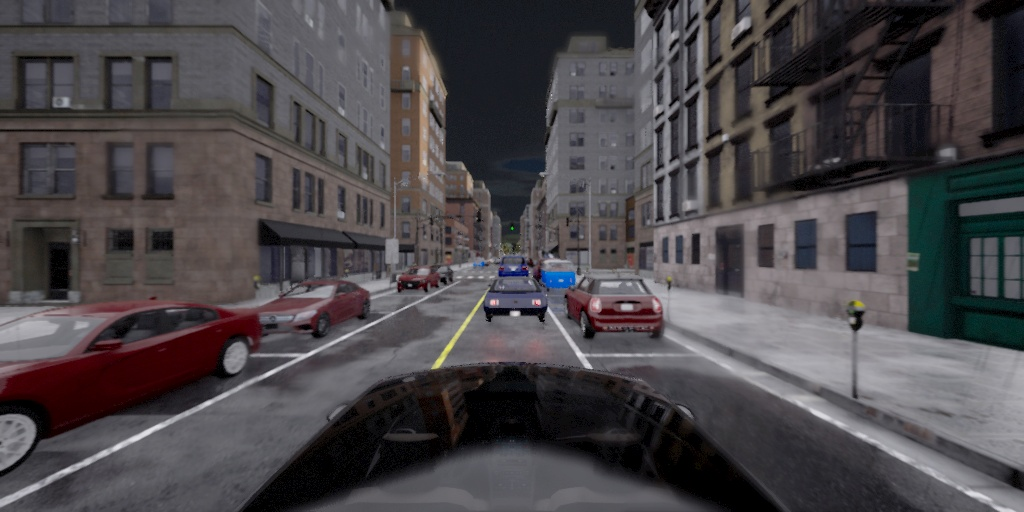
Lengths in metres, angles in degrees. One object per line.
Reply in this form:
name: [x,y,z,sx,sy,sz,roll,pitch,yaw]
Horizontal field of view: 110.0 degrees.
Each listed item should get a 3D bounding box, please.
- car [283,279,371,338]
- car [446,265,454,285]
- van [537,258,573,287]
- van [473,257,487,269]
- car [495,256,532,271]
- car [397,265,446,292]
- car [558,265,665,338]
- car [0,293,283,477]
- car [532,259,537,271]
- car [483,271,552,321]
car: [-5.389,1.339,10.150,1.802,1.307,4.207,0,0,0]
car: [-5.392,1.335,26.683,1.948,1.339,4.313,0,0,0]
van: [2.634,1.106,21.174,1.690,1.789,3.998,0,0,0]
van: [-5.419,1.128,58.647,1.690,1.789,3.998,0,0,0]
car: [0.098,0.990,26.488,2.150,2.045,5.566,0,0,0]
car: [-5.391,1.311,21.173,1.888,1.381,4.507,0,0,0]
car: [2.636,1.197,10.152,1.967,1.591,4.097,0,0,0]
car: [-5.388,1.298,4.639,1.888,1.381,4.507,0,0,0]
car: [2.633,1.084,26.685,2.192,1.841,5.009,0,0,0]
car: [0.098,1.360,12.467,1.895,1.301,4.718,0,0,0]
